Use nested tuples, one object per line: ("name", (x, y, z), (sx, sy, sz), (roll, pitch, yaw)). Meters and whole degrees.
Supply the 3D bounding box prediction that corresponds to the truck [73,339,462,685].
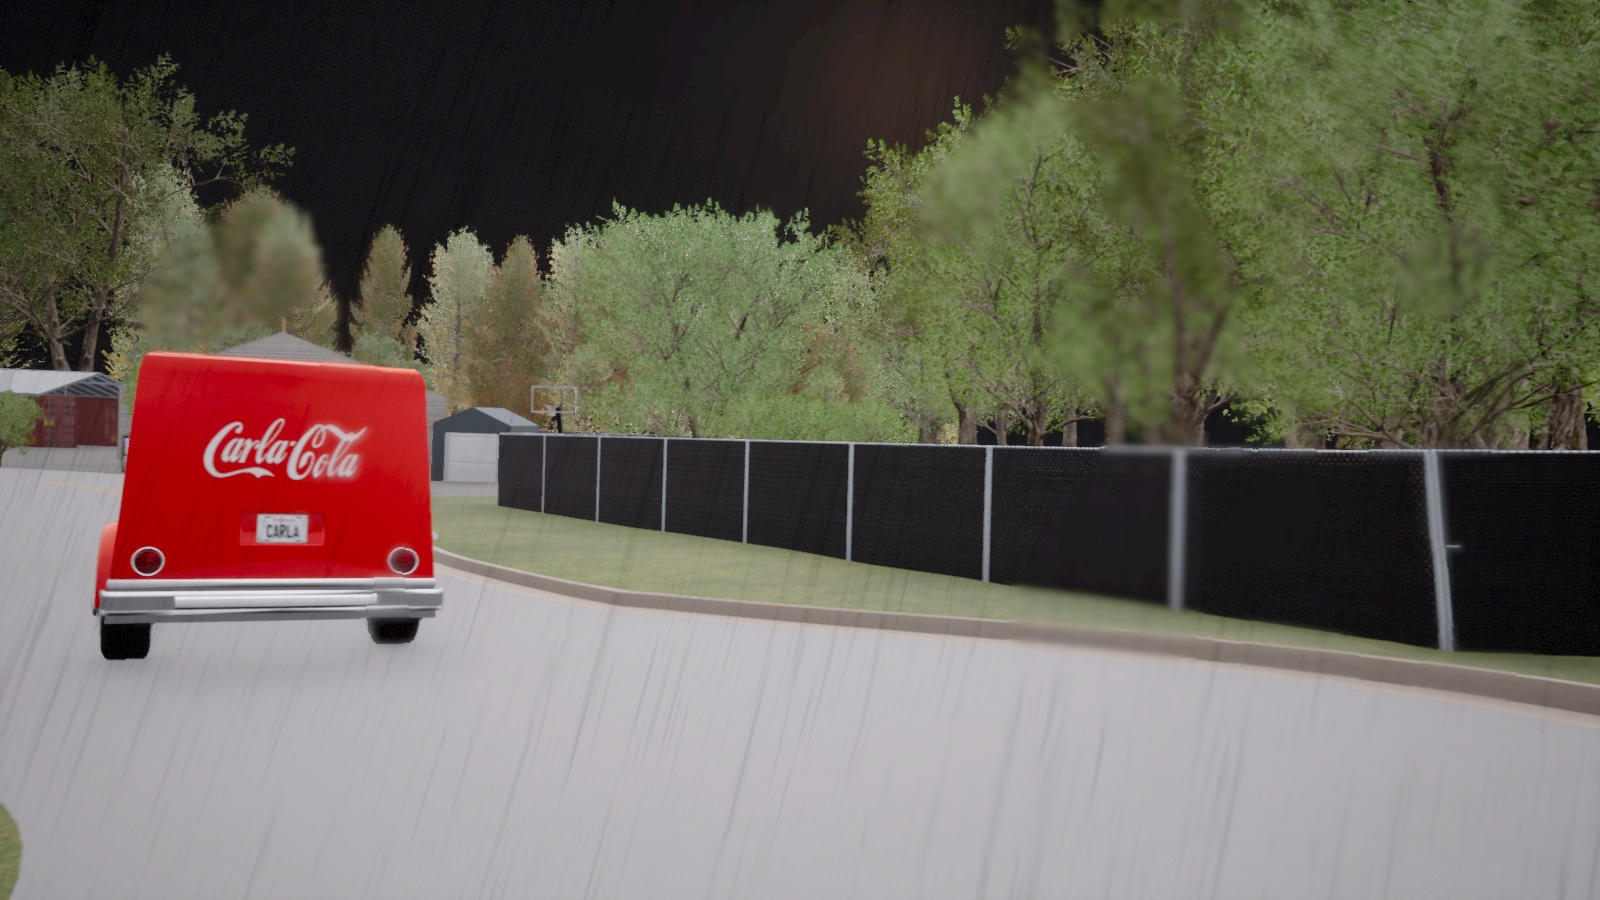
("truck", (-5.150, 0.512, 11.877), (2.627, 2.467, 5.204), (3, -2, -27))
